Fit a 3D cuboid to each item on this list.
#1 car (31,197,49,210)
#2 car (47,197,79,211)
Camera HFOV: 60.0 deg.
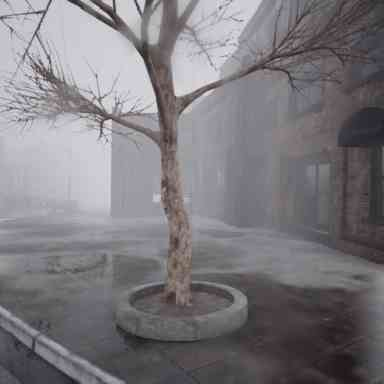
[{"bbox_3d":[-20.347,1.506,46.367,2.097,1.767,4.553,1,0,7],"label":"car"},{"bbox_3d":[-16.915,1.734,44.386,1.812,1.442,4.674,1,0,8],"label":"car"}]
